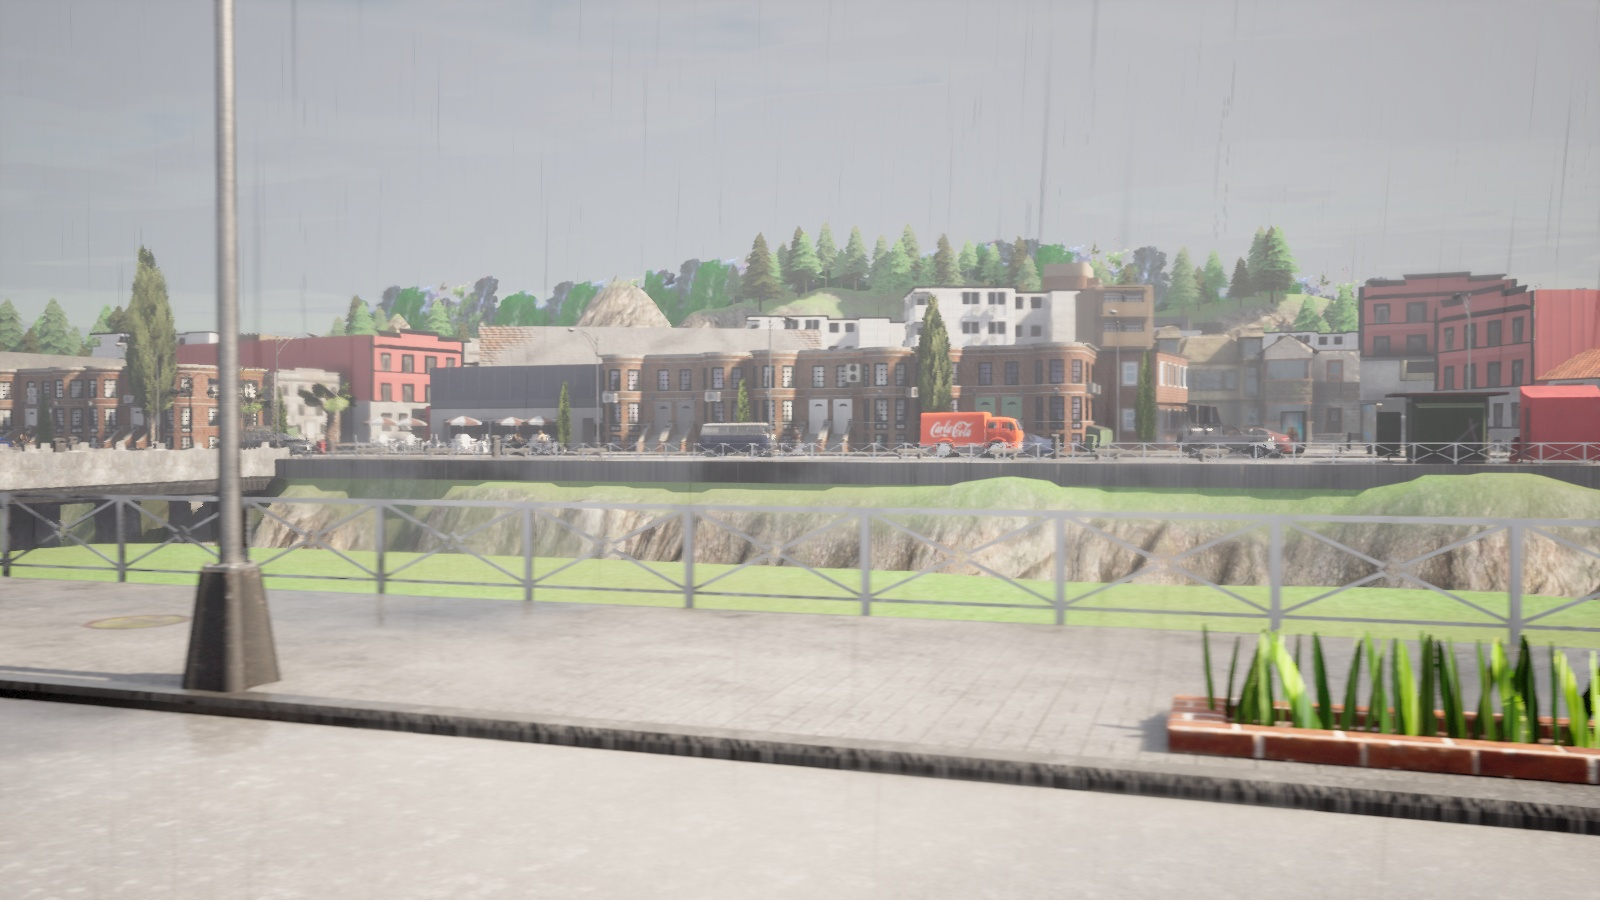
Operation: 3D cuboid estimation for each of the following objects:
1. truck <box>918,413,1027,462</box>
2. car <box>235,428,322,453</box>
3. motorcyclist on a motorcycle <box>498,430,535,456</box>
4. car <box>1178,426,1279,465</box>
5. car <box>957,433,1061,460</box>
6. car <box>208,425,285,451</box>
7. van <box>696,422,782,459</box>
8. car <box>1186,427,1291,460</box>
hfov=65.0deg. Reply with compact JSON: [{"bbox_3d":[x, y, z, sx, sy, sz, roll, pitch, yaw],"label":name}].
[{"bbox_3d":[9.051,-0.679,65.757,5.204,2.467,2.627,1,1,19],"label":"truck"},{"bbox_3d":[-33.179,-0.623,79.958,4.902,1.511,2.128,1,1,19],"label":"car"},{"bbox_3d":[-16.792,-0.447,74.451,2.044,1.523,0.797,1,1,19],"label":"motorcyclist on a motorcycle"},{"bbox_3d":[21.018,-0.266,61.739,4.605,1.855,1.932,1,1,19],"label":"car"},{"bbox_3d":[11.526,-0.190,69.152,5.357,1.411,2.033,1,1,19],"label":"car"},{"bbox_3d":[-37.776,-0.830,85.720,4.553,1.767,2.097,1,1,19],"label":"car"},{"bbox_3d":[-3.396,-0.554,69.945,4.442,1.987,1.775,1,1,19],"label":"van"},{"bbox_3d":[22.777,-0.356,65.366,5.027,1.651,2.152,1,1,19],"label":"car"}]
